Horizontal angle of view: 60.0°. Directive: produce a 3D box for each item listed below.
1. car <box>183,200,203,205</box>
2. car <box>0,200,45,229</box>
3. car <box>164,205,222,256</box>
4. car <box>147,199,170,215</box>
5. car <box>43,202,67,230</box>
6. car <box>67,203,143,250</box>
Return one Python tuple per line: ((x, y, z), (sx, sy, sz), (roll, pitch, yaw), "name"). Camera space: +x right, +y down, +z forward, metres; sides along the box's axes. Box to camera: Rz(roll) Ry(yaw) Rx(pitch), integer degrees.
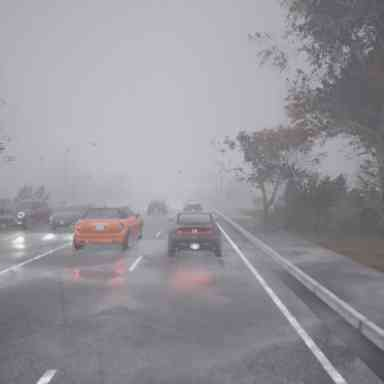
((0.074, 1.485, 32.124), (1.812, 1.442, 4.674), (0, 0, 0), "car")
((-10.567, 1.308, 20.925), (2.097, 1.767, 4.553), (0, 0, 0), "car")
((0.094, 1.478, 13.032), (1.837, 1.490, 4.892), (0, 0, 0), "car")
((-3.413, 1.479, 33.899), (1.837, 1.490, 4.892), (0, -1, 0), "car")
((-7.070, 1.465, 20.570), (1.837, 1.490, 4.892), (0, 0, 0), "car")
((-3.406, 1.323, 14.375), (2.097, 1.767, 4.553), (0, 0, 0), "car")
